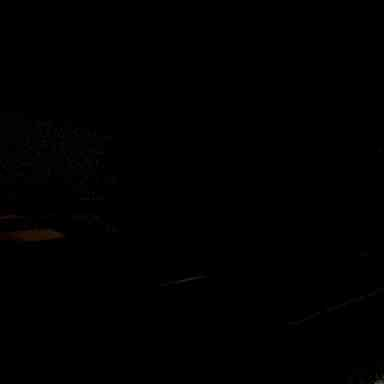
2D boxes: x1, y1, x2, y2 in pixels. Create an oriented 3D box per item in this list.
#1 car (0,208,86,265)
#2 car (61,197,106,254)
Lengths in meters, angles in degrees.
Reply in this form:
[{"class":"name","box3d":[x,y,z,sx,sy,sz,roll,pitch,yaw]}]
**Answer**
[{"class":"car","box3d":[-6.376,1.478,11.803,5.366,1.575,1.946,-1,-1,34]},{"class":"car","box3d":[-4.111,1.211,13.665,5.566,2.045,2.435,-1,0,34]}]
